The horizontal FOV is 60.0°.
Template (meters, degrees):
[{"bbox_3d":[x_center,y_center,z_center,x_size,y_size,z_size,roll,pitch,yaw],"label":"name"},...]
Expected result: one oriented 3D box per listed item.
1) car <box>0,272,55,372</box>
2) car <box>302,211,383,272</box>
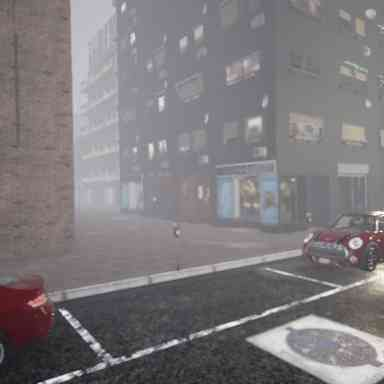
[{"bbox_3d":[-3.851,1.591,3.824,4.206,1.307,1.802,-1,0,-36],"label":"car"},{"bbox_3d":[5.265,1.357,10.336,4.097,1.590,1.967,-1,0,-36],"label":"car"}]
